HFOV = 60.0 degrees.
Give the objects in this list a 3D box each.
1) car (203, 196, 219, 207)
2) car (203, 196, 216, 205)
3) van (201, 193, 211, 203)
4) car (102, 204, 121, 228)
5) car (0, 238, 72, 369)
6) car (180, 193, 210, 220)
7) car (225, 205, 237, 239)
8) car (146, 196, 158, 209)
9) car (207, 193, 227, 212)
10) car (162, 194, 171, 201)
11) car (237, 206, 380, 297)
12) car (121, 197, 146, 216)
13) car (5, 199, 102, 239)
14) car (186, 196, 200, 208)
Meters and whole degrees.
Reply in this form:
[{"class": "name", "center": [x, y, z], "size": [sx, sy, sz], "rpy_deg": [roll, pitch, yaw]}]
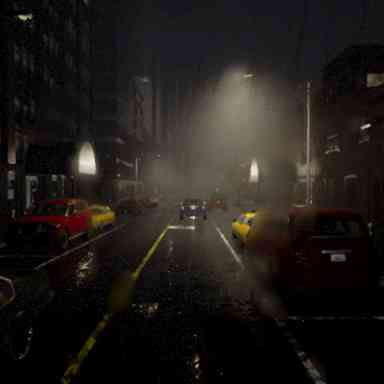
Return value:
[{"class": "car", "center": [2.681, 1.350, 47.208], "size": [1.947, 1.339, 4.313], "rpy_deg": [-1, 0, 0]}, {"class": "car", "center": [2.682, 1.341, 52.742], "size": [1.802, 1.307, 4.206], "rpy_deg": [-1, 0, 0]}, {"class": "van", "center": [2.679, 1.050, 63.810], "size": [1.690, 1.788, 3.998], "rpy_deg": [-1, 0, 0]}, {"class": "car", "center": [-5.701, 1.436, 19.377], "size": [1.752, 1.417, 4.829], "rpy_deg": [-1, 0, 0]}, {"class": "car", "center": [-3.087, 1.533, 2.968], "size": [2.033, 1.411, 5.357], "rpy_deg": [0, 0, 0]}, {"class": "car", "center": [0.102, 1.226, 27.132], "size": [2.097, 1.767, 4.553], "rpy_deg": [0, 0, 0]}, {"class": "car", "center": [2.679, 1.460, 14.171], "size": [1.752, 1.417, 4.829], "rpy_deg": [-1, 0, 0]}, {"class": "car", "center": [-5.700, 1.335, 41.516], "size": [1.752, 1.417, 4.829], "rpy_deg": [-1, 0, 0]}, {"class": "car", "center": [2.677, 1.150, 36.139], "size": [2.192, 1.841, 5.009], "rpy_deg": [-1, 0, 0]}, {"class": "car", "center": [-5.699, 1.098, 74.894], "size": [1.967, 1.590, 4.097], "rpy_deg": [-1, 0, 0]}, {"class": "car", "center": [2.675, 1.276, 8.466], "size": [2.192, 1.841, 5.009], "rpy_deg": [-1, 0, 0]}, {"class": "car", "center": [-5.700, 1.404, 30.616], "size": [1.887, 1.381, 4.507], "rpy_deg": [-1, 0, 0]}, {"class": "car", "center": [-5.704, 1.250, 14.011], "size": [2.192, 1.841, 5.009], "rpy_deg": [-1, 0, 0]}, {"class": "car", "center": [0.103, 1.324, 44.144], "size": [1.812, 1.442, 4.674], "rpy_deg": [0, 0, 0]}]
